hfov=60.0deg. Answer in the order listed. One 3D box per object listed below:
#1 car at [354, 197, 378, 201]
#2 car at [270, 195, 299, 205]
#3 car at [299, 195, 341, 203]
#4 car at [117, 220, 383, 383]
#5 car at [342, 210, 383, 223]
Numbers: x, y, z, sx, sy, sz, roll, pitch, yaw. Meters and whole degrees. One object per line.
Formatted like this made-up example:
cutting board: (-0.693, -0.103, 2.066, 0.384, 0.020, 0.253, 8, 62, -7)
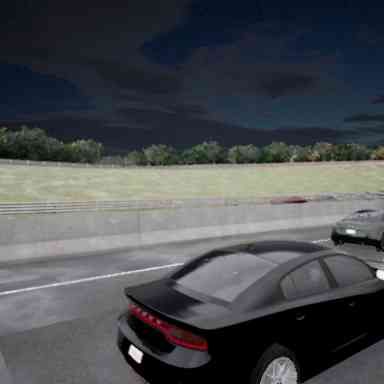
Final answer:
car: (17.540, 1.172, 33.654, 4.181, 1.385, 1.994, -1, 1, -35)
car: (10.917, 1.129, 37.534, 5.008, 1.535, 1.882, -1, 0, -35)
car: (13.998, 1.141, 35.429, 4.892, 1.490, 1.837, -1, 1, -35)
car: (1.447, 1.429, 4.775, 5.008, 1.535, 1.882, -1, 1, -35)
car: (7.449, 1.400, 13.343, 4.181, 1.385, 1.994, -1, 0, -35)
